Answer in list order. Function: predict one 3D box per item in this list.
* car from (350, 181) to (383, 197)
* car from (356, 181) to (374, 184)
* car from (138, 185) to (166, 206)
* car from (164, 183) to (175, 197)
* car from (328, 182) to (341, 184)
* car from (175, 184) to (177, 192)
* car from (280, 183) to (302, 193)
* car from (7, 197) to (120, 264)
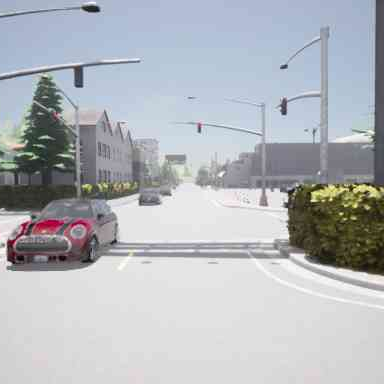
[{"bbox_3d":[22.145,-0.472,42.199,1.932,1.855,4.605,-1,2,-1],"label":"car"},{"bbox_3d":[18.922,-0.185,34.309,1.905,1.878,3.866,-1,2,-1],"label":"car"},{"bbox_3d":[-3.780,0.417,30.547,1.837,1.490,4.892,-1,2,0],"label":"car"},{"bbox_3d":[-3.863,-0.181,46.955,1.882,1.535,5.008,-1,2,0],"label":"car"},{"bbox_3d":[25.143,-1.053,59.598,2.152,1.636,5.027,-1,2,-1],"label":"car"},{"bbox_3d":[-3.860,-0.902,63.447,2.128,1.511,4.902,-1,2,0],"label":"car"},{"bbox_3d":[15.125,-0.546,52.157,2.007,1.523,4.514,-1,2,-1],"label":"car"},{"bbox_3d":[-3.671,1.000,10.285,2.097,1.767,4.553,-1,1,0],"label":"car"}]
